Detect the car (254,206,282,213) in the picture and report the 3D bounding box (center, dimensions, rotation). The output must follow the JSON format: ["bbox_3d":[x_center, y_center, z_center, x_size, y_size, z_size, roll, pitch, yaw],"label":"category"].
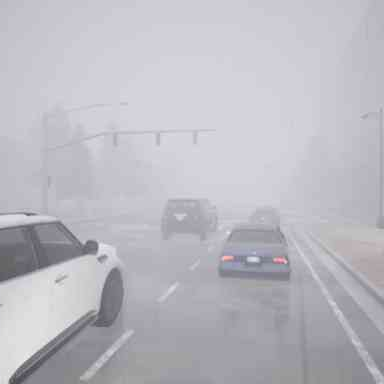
[{"bbox_3d":[5.344,1.702,23.414,1.994,1.385,4.181,0,0,21],"label":"car"}]

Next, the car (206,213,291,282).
[{"bbox_3d":[1.926,1.606,10.058,2.033,1.411,5.357,0,0,12],"label":"car"}]

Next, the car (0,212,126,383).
[{"bbox_3d":[-2.608,1.236,4.019,2.150,2.045,5.566,0,0,8],"label":"car"}]

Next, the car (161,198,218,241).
[{"bbox_3d":[0.011,1.312,17.716,2.150,2.045,5.566,0,0,12],"label":"car"}]
